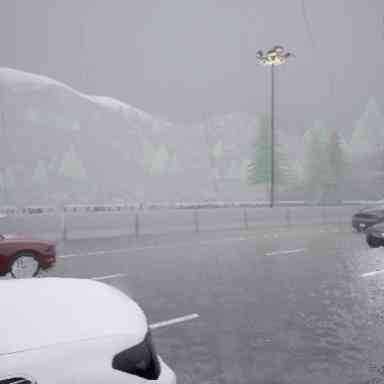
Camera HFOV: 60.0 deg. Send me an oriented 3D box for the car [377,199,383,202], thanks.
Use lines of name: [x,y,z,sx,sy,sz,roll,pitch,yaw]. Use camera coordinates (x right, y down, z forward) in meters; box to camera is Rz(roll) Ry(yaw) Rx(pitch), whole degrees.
car: [23.205,1.485,39.467,4.674,1.442,1.812,0,0,-21]

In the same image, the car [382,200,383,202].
car: [23.116,1.492,35.691,4.674,1.442,1.812,0,0,-21]

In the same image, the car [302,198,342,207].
car: [15.372,1.508,40.070,4.181,1.385,1.994,0,0,-23]

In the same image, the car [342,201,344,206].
car: [17.952,1.487,44.970,5.357,1.411,2.033,0,0,-22]

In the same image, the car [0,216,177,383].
car: [-2.770,1.213,1.725,5.566,2.045,2.150,0,0,-36]

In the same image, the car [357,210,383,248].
car: [8.939,1.552,13.285,4.181,1.385,1.994,0,0,-30]

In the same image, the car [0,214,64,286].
car: [-5.949,1.450,8.016,5.008,1.535,1.882,0,0,-36]

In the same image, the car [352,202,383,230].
car: [10.965,1.486,18.385,4.892,1.490,1.837,0,0,-28]
